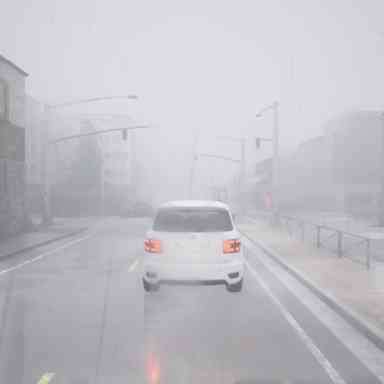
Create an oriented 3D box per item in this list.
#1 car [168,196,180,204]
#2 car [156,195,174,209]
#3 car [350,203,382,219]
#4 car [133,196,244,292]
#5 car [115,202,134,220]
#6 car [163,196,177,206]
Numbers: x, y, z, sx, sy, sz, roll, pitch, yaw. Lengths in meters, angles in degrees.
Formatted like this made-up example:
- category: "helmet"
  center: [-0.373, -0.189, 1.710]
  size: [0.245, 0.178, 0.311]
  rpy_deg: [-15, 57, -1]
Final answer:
- category: "car"
  center: [-3.643, 1.546, 67.582]
  size: [2.033, 1.411, 5.357]
  rpy_deg: [0, 0, 0]
- category: "car"
  center: [-3.687, 1.351, 46.562]
  size: [2.097, 1.767, 4.553]
  rpy_deg: [0, 0, 0]
- category: "car"
  center: [16.658, 1.739, 30.232]
  size: [4.181, 1.385, 1.994]
  rpy_deg: [0, 0, 0]
- category: "car"
  center: [0.036, 1.221, 9.050]
  size: [2.150, 2.045, 5.566]
  rpy_deg: [0, 0, 1]
- category: "car"
  center: [-4.414, 1.625, 29.292]
  size: [4.674, 1.442, 1.812]
  rpy_deg: [0, 0, -34]
- category: "car"
  center: [-3.692, 1.490, 56.944]
  size: [2.128, 1.511, 4.902]
  rpy_deg: [0, 0, 0]
